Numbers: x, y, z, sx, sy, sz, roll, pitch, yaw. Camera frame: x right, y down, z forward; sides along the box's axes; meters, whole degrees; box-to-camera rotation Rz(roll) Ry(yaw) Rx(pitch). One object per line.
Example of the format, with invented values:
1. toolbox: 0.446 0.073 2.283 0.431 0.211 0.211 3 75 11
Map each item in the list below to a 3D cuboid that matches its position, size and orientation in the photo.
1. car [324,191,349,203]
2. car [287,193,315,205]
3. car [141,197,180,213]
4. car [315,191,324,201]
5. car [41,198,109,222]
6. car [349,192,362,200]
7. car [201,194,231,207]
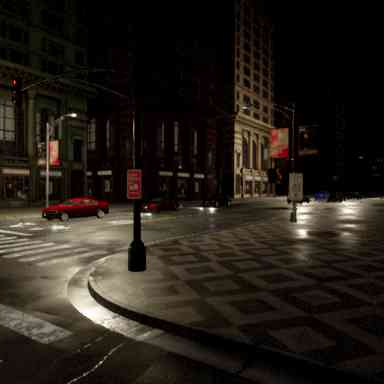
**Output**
1. car: 21.195 0.861 48.696 1.812 1.442 4.674 0 1 35
2. car: 14.395 0.899 44.739 2.128 1.511 4.902 0 1 36
3. car: -3.014 1.199 31.783 1.994 1.385 4.181 0 1 36
4. car: 22.030 0.595 55.492 2.097 1.767 4.553 0 1 36
5. car: -8.379 1.231 24.233 1.882 1.535 5.008 0 1 35
6. car: 29.524 0.678 60.429 1.812 1.442 4.674 0 1 35
7. car: 3.020 1.009 40.268 1.837 1.490 4.892 0 1 35
